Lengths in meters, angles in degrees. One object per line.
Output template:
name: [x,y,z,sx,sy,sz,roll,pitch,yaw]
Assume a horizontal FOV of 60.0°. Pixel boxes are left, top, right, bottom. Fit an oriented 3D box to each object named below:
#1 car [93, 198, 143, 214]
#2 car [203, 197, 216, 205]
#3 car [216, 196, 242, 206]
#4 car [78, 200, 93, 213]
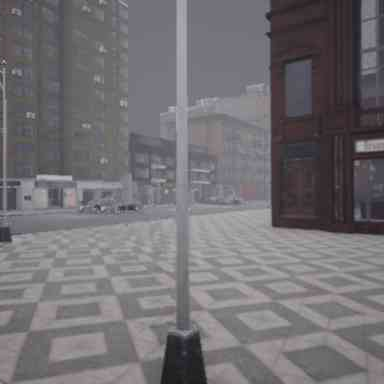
car: [-7.130,1.409,33.880,2.128,1.511,4.902,0,0,35]
car: [3.875,1.449,54.963,2.033,1.411,5.357,0,0,35]
car: [6.172,1.387,52.597,1.837,1.490,4.892,0,-1,36]
car: [-9.845,1.432,35.665,2.128,1.511,4.902,0,0,35]
